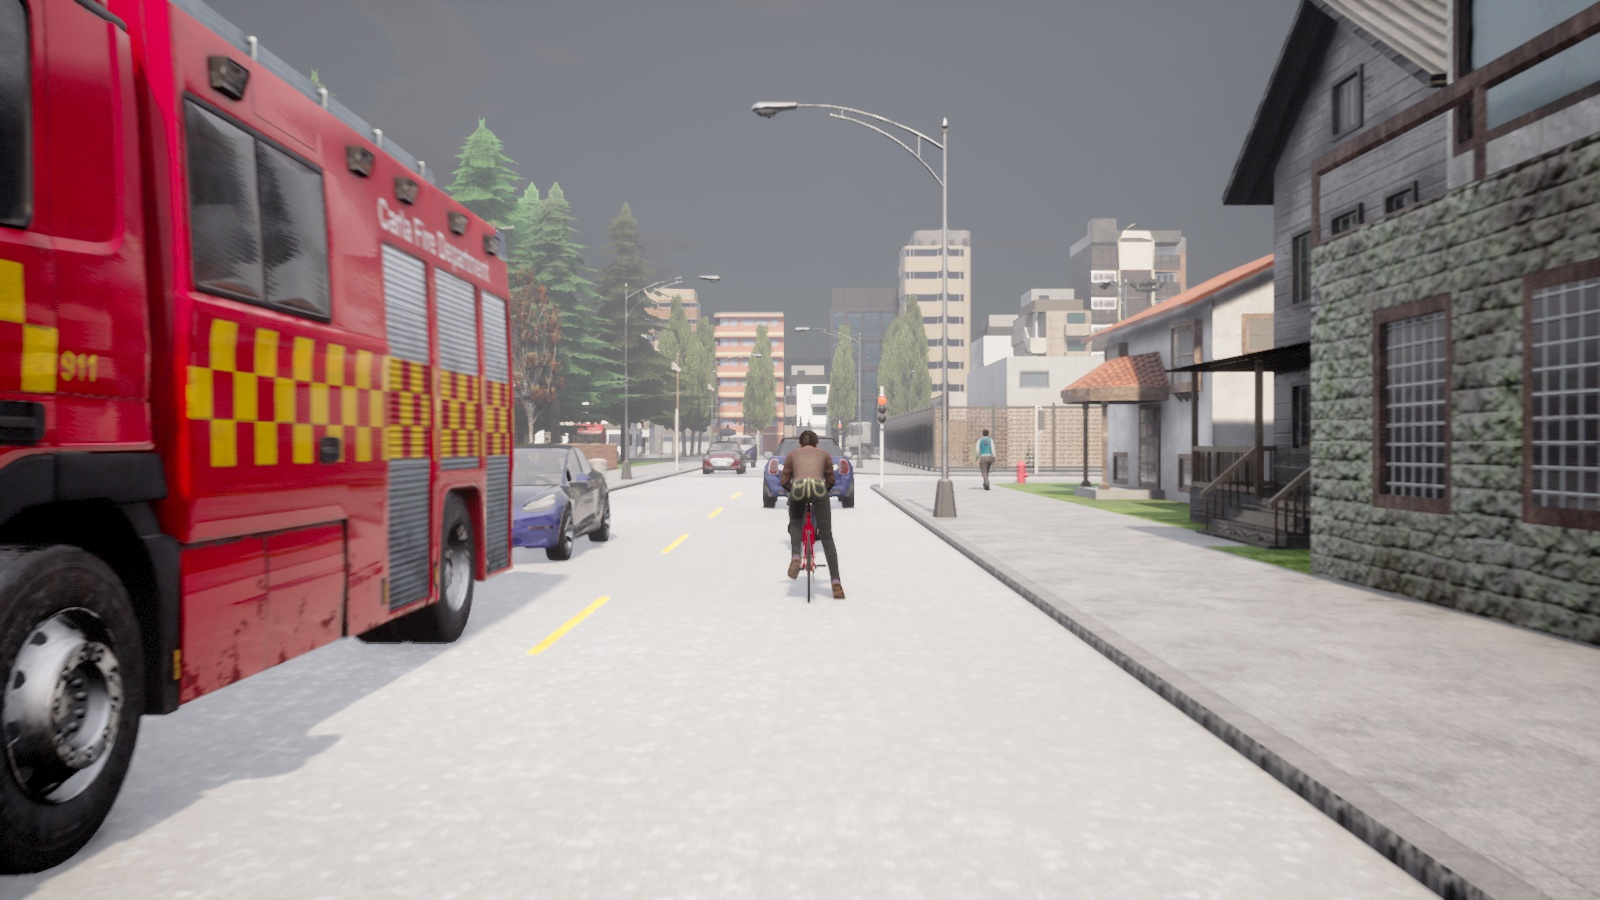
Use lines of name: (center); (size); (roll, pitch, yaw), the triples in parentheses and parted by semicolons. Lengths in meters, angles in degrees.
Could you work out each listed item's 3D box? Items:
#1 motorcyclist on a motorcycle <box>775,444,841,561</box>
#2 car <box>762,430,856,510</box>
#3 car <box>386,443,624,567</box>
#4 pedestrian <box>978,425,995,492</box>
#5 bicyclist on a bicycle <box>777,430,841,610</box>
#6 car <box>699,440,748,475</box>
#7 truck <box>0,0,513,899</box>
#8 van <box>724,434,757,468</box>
motorcyclist on a motorcycle: (0.115, 0.683, 17.498); (0.866, 1.530, 2.191); (0, 0, 0)
car: (0.196, 0.435, 30.151); (2.097, 1.767, 4.553); (0, 0, 0)
car: (-3.884, 0.644, 17.505); (2.163, 1.488, 4.792); (0, 0, 0)
pedestrian: (5.435, 0.254, 36.559); (0.396, 1.930, 0.692); (0, 0, 0)
bicyclist on a bicycle: (0.085, 0.631, 12.161); (0.582, 1.620, 1.656); (0, 0, 0)
car: (-3.638, 0.331, 60.739); (2.033, 1.649, 4.856); (0, 0, 0)
truck: (-3.946, -0.457, 6.628); (2.891, 3.827, 8.468); (0, 0, 0)
van: (-3.552, 0.069, 75.927); (1.775, 1.987, 4.442); (0, 0, 0)
